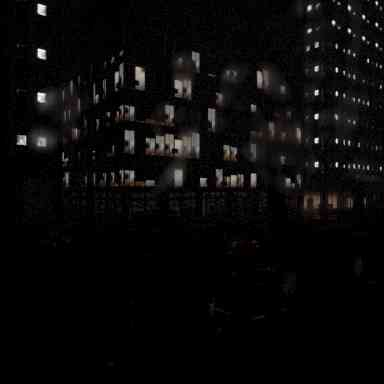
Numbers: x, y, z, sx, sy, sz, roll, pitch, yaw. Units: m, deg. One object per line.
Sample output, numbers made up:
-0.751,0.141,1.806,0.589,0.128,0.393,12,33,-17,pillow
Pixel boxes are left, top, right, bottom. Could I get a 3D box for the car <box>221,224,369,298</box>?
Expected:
2.760,1.545,8.516,4.507,1.381,1.887,0,0,-35,car
